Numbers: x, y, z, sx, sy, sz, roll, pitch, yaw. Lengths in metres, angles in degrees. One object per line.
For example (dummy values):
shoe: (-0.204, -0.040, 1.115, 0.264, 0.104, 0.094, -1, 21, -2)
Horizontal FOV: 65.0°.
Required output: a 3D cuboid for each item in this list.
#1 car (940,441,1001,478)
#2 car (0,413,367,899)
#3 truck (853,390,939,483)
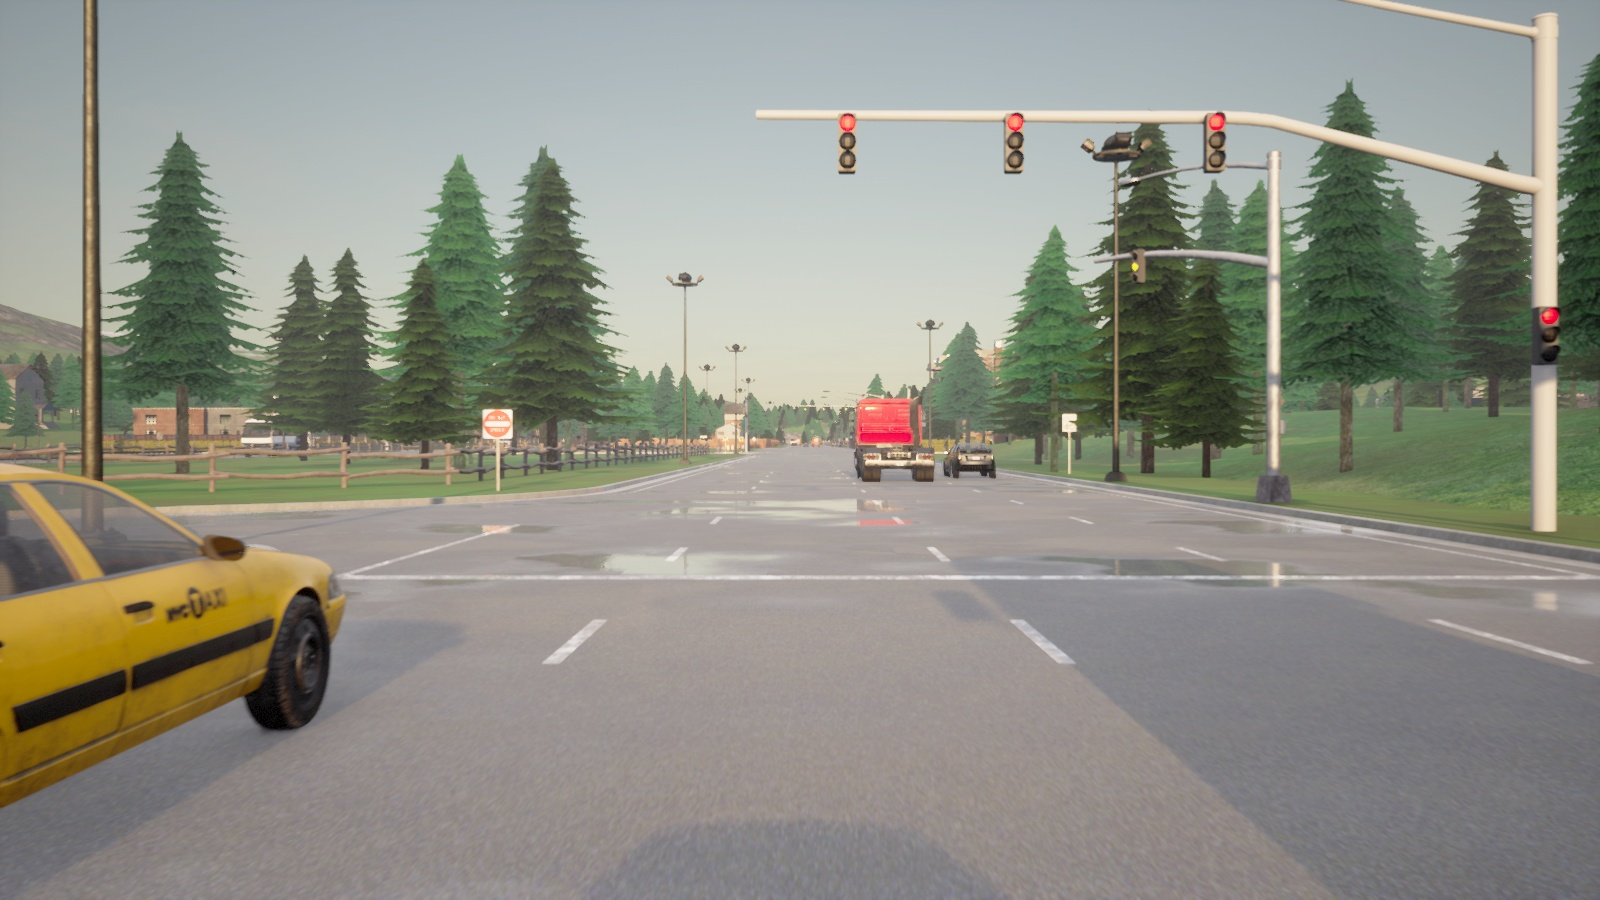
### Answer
car: (7.280, 0.390, 54.057, 2.007, 1.525, 4.514, 0, 0, 0)
car: (-3.460, 0.660, 4.707, 1.801, 1.575, 5.366, 0, 1, 0)
truck: (3.766, -0.524, 51.025, 2.891, 3.462, 7.936, 0, 0, 0)
